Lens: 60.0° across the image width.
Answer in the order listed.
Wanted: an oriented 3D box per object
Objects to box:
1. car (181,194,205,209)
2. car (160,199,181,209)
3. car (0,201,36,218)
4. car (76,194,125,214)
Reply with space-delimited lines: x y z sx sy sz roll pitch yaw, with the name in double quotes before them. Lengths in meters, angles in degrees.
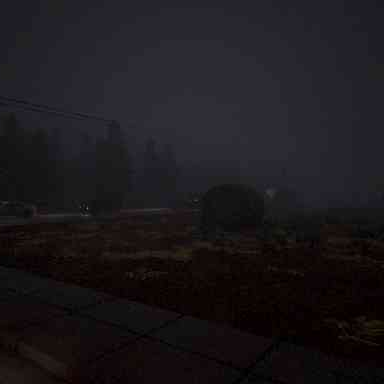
"car" 1.412 1.248 46.165 2.150 2.045 5.566 0 0 38
"car" -2.384 1.628 47.182 1.895 1.301 4.718 0 0 37
"car" -15.982 1.552 28.855 1.812 1.442 4.674 0 0 37
"car" -10.024 1.249 36.911 2.150 2.045 5.566 0 0 37
